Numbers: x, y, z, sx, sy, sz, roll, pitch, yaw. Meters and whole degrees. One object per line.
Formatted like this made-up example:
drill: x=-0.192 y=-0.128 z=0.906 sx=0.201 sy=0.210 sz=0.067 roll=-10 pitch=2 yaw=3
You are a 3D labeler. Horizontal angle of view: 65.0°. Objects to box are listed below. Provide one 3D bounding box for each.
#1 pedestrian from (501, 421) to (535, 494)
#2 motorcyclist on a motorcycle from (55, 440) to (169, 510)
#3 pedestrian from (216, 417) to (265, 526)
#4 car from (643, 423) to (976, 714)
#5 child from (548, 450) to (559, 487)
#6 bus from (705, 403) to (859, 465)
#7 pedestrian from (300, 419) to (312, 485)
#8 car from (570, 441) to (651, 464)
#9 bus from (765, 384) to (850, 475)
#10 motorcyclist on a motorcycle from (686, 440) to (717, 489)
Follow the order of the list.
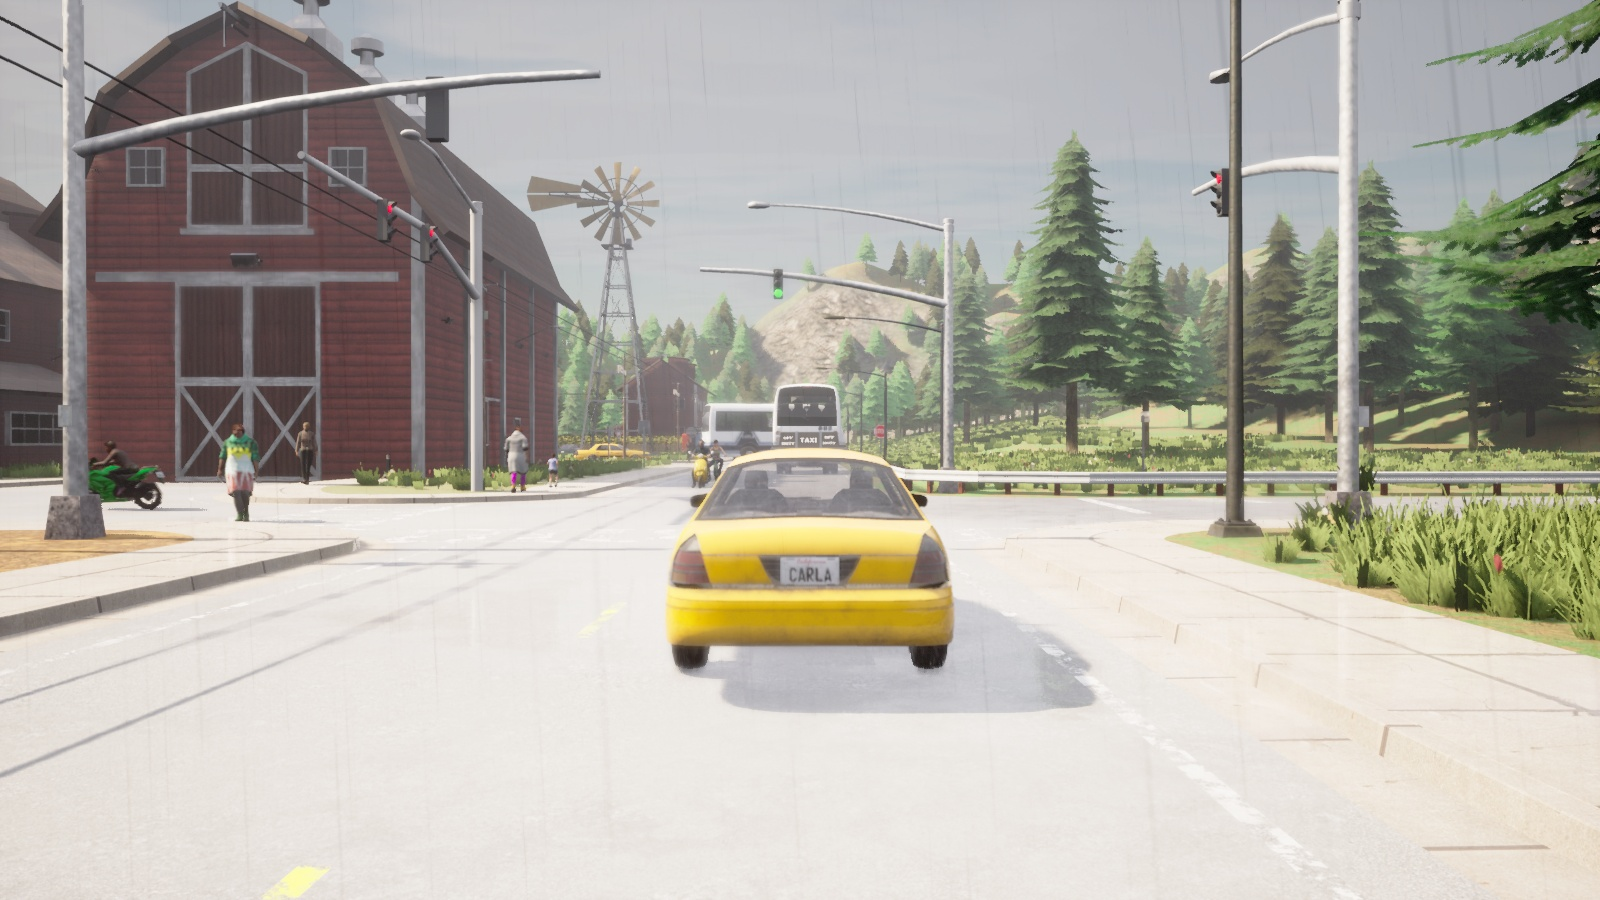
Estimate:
pedestrian: x=-7.631 y=0.194 z=34.057 sx=0.659 sy=1.952 sz=0.873 roll=0 pitch=0 yaw=5
motorcyclist on a motorcycle: x=-14.990 y=0.536 z=27.381 sx=2.044 sy=1.523 sz=0.797 roll=0 pitch=0 yaw=-1
pedestrian: x=-10.242 y=0.384 z=22.999 sx=0.659 sy=1.952 sz=0.873 roll=0 pitch=0 yaw=-13
car: x=0.067 y=0.631 z=9.480 sx=1.801 sy=1.575 sz=5.366 roll=0 pitch=0 yaw=0
child: x=-7.452 y=0.562 z=38.019 sx=0.255 sy=1.110 sz=0.394 roll=0 pitch=0 yaw=1
bus: x=-1.348 y=-1.129 z=89.049 sx=10.273 sy=4.253 sz=3.944 roll=0 pitch=0 yaw=-14
pedestrian: x=-13.944 y=0.048 z=35.447 sx=0.331 sy=1.846 sz=0.634 roll=0 pitch=0 yaw=-21
car: x=-13.053 y=0.186 z=86.800 sx=5.366 sy=1.575 sz=1.801 roll=0 pitch=0 yaw=-1
bus: x=0.361 y=-0.987 z=63.582 sx=3.944 sy=4.253 sz=10.273 roll=0 pitch=0 yaw=0
motorcyclist on a motorcycle: x=-3.259 y=0.463 z=41.690 sx=0.866 sy=1.590 sz=1.817 roll=0 pitch=0 yaw=0
